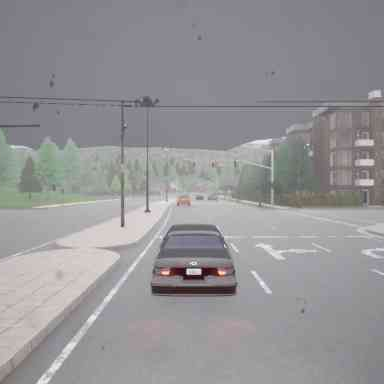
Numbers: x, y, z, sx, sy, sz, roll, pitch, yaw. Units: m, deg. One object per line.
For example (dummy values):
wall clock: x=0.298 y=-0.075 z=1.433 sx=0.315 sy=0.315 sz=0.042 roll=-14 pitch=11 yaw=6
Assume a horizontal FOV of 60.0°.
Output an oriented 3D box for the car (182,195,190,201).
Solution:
car: x=-1.532 y=1.523 z=85.338 sx=1.812 sy=1.442 sz=4.674 roll=0 pitch=0 yaw=0

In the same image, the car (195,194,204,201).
car: x=1.967 y=1.477 z=85.377 sx=1.882 sy=1.535 sz=5.008 roll=0 pitch=0 yaw=0

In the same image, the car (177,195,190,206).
car: x=-1.364 y=1.352 z=54.513 sx=2.097 sy=1.767 sz=4.553 roll=0 pitch=0 yaw=-1

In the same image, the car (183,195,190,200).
car: x=-1.557 y=1.571 z=95.653 sx=1.895 sy=1.301 sz=4.718 roll=0 pitch=0 yaw=0

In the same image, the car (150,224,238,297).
car: x=0.041 y=1.547 z=8.768 sx=2.033 sy=1.411 sz=5.357 roll=0 pitch=0 yaw=0

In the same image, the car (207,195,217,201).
car: x=5.467 y=1.539 z=85.385 sx=2.033 sy=1.411 sz=5.357 roll=0 pitch=0 yaw=0

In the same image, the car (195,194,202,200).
car: x=1.943 y=1.472 z=95.625 sx=1.837 sy=1.490 sz=4.892 roll=0 pitch=0 yaw=0
